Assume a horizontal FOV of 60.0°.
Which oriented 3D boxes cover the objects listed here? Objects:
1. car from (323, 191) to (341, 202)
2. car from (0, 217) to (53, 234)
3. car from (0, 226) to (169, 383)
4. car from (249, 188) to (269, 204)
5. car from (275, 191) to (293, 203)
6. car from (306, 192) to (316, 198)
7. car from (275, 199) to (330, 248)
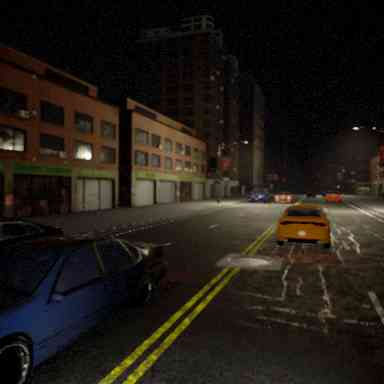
[{"bbox_3d":[22.008,0.636,51.915,2.097,1.767,4.553,1,1,20],"label":"car"},{"bbox_3d":[-4.896,1.344,7.205,2.128,1.511,4.902,1,1,20],"label":"car"},{"bbox_3d":[-2.152,1.448,5.253,2.033,1.411,5.357,1,1,20],"label":"car"},{"bbox_3d":[9.516,0.519,46.599,2.150,2.045,5.566,1,1,20],"label":"car"},{"bbox_3d":[12.744,0.679,45.947,2.097,1.767,4.553,1,1,20],"label":"car"},{"bbox_3d":[24.740,0.610,69.100,1.895,1.301,4.718,1,1,20],"label":"car"},{"bbox_3d":[4.753,1.281,14.094,1.882,1.535,5.008,1,1,20],"label":"car"}]
